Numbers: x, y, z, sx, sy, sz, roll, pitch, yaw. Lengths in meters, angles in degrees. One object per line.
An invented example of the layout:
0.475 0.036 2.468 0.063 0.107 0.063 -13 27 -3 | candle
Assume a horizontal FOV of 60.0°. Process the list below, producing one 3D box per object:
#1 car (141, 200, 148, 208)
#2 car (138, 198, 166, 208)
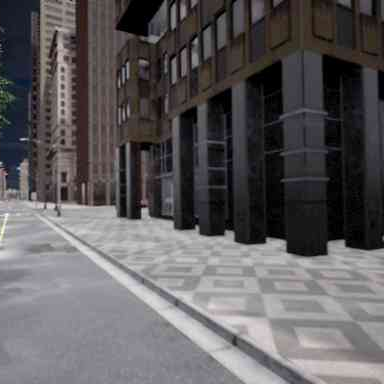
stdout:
-8.622 2.023 54.765 4.097 1.590 1.967 0 -2 -28 | car
-7.848 2.182 64.847 5.009 1.841 2.192 0 -2 -28 | car
